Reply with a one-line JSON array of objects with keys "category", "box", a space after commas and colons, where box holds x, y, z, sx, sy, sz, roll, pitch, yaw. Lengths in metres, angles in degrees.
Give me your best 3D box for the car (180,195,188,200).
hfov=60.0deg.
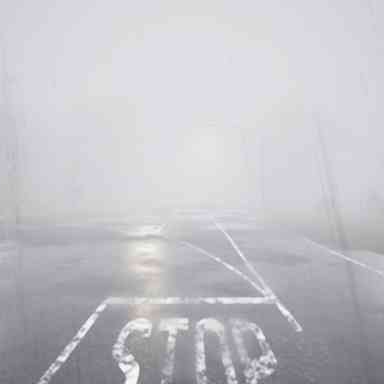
[{"category": "car", "box": [-2.120, 1.494, 93.221, 1.812, 1.442, 4.674, 0, 0, 5]}]
